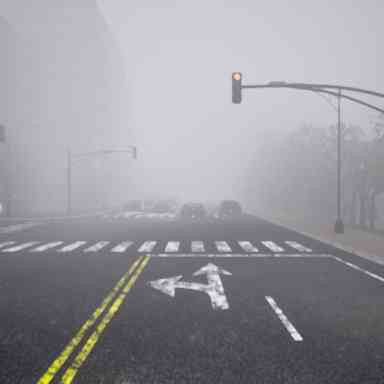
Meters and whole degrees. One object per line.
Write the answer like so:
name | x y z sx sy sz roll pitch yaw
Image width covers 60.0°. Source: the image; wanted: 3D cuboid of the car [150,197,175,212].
car | -3.349 1.575 38.203 1.895 1.301 4.718 0 0 0

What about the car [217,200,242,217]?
car | 3.348 1.455 30.482 1.882 1.535 5.008 0 0 0

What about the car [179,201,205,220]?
car | 0.090 1.587 28.280 1.895 1.301 4.718 0 0 0

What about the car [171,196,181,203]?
car | -3.249 1.487 69.356 1.812 1.442 4.674 0 0 0

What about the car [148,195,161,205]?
car | -6.592 1.533 53.217 1.994 1.385 4.181 0 0 0

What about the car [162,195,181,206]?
car | -3.338 1.462 53.896 2.128 1.511 4.902 0 0 0

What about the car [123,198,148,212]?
car | -6.599 1.538 38.237 1.994 1.385 4.181 0 0 0
